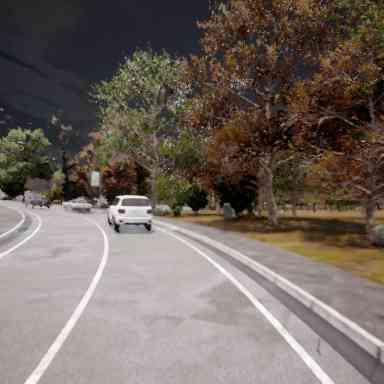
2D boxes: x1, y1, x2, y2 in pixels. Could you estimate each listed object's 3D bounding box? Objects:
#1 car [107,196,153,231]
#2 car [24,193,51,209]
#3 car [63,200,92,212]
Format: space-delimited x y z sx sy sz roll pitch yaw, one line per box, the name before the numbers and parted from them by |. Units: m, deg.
car | -3.998 1.246 20.990 2.150 2.045 5.566 2 0 -20
car | -17.269 0.956 37.163 1.837 1.490 4.892 4 -2 -40
car | -12.851 1.489 36.974 1.895 1.301 4.718 4 -2 -37
